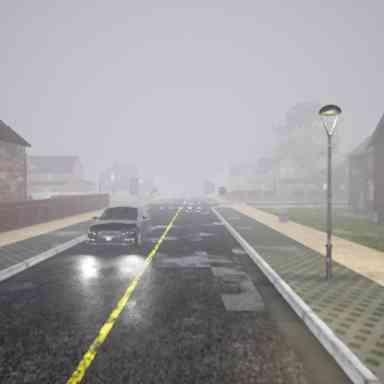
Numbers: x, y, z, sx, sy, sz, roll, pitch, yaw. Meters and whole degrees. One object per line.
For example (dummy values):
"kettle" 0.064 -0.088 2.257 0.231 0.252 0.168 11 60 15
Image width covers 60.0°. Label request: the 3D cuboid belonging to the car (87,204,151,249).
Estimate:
"car" -2.790 1.298 13.608 1.837 1.490 4.892 0 1 0
